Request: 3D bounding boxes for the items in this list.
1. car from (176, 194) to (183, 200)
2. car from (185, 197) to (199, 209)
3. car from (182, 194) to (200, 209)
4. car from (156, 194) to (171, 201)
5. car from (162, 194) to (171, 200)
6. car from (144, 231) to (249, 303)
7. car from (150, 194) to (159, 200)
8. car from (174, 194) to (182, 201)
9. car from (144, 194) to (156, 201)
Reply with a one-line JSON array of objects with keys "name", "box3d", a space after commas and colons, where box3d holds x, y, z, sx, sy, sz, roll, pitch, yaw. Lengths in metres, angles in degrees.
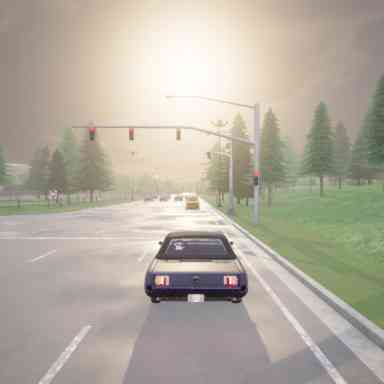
[{"name": "car", "box3d": [-3.316, 1.357, 90.851, 1.812, 1.442, 4.674, 0, 0, 0]}, {"name": "car", "box3d": [0.052, 1.576, 49.804, 2.033, 1.411, 5.357, -1, 1, 1]}, {"name": "car", "box3d": [-0.031, 1.082, 46.332, 1.882, 1.535, 5.008, -3, 17, -3]}, {"name": "car", "box3d": [-6.837, 1.531, 80.438, 2.033, 1.411, 5.357, 0, 0, 0]}, {"name": "car", "box3d": [-6.816, 1.372, 90.858, 2.033, 1.411, 5.357, 0, 0, 0]}, {"name": "car", "box3d": [0.096, 1.601, 8.136, 1.895, 1.301, 4.718, 0, 0, 1]}, {"name": "car", "box3d": [-10.316, 1.332, 90.865, 1.837, 1.490, 4.892, 0, 0, 0]}, {"name": "car", "box3d": [-3.336, 1.545, 80.848, 1.994, 1.385, 4.181, 0, 0, 0]}, {"name": "car", "box3d": [-10.337, 1.531, 80.445, 2.033, 1.411, 5.357, 0, 0, 0]}]
